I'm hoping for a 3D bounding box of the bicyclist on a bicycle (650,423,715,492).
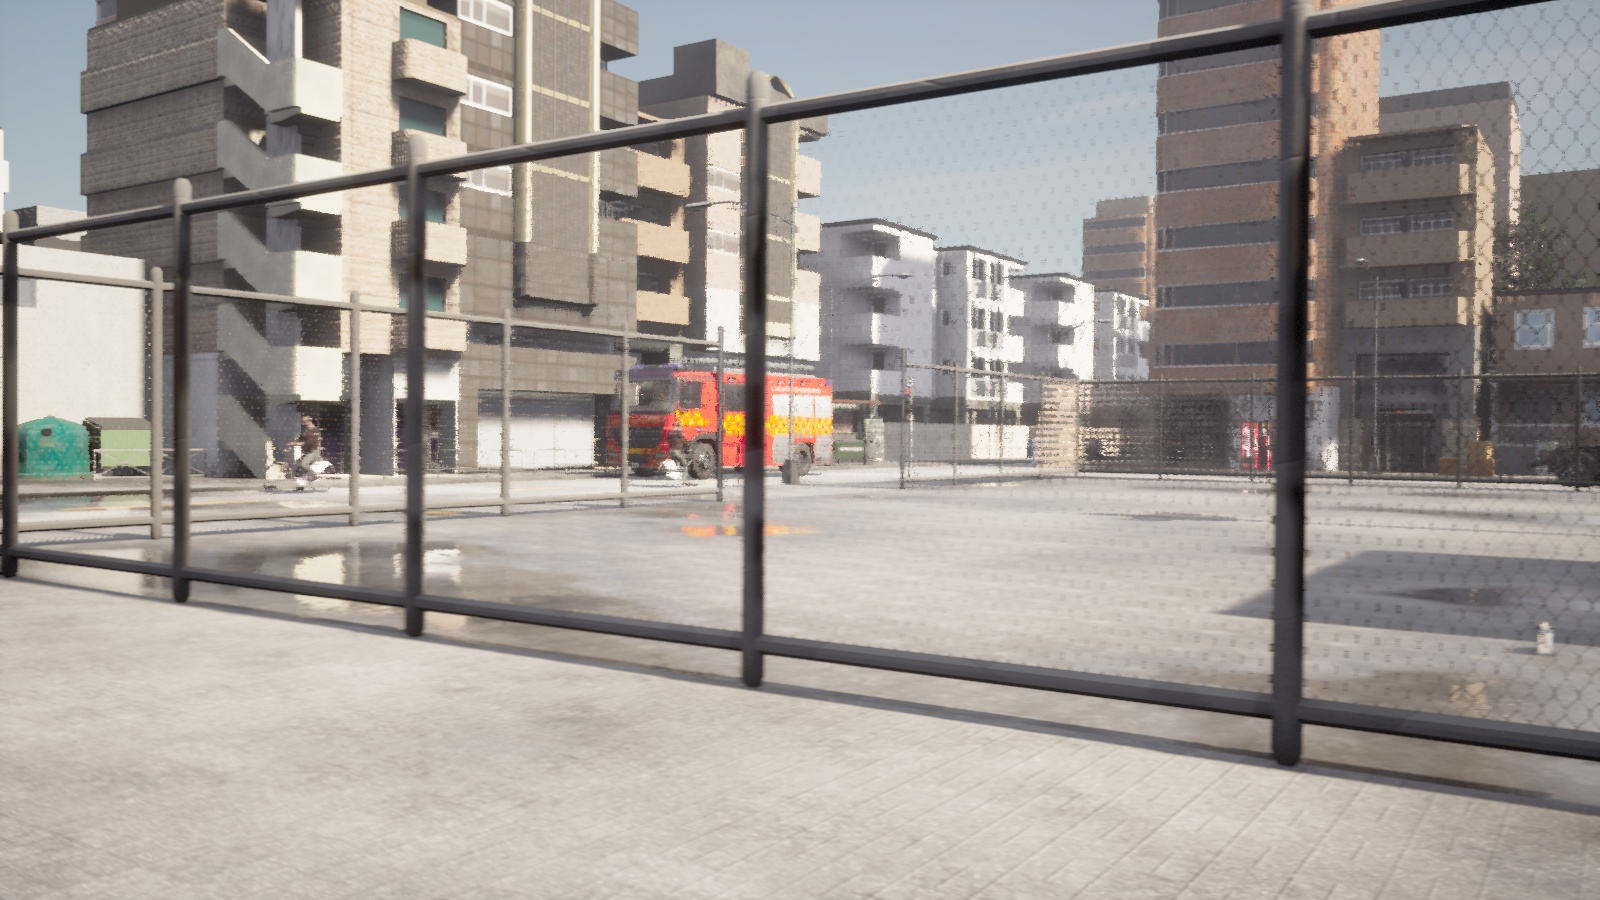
[{"bbox_3d":[-3.105,0.175,33.347,0.659,1.776,1.843,0,1,34],"label":"bicyclist on a bicycle"}]

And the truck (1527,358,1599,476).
[{"bbox_3d":[25.932,-0.985,36.624,7.936,3.462,2.891,0,1,36],"label":"truck"}]

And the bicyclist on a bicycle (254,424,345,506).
[{"bbox_3d":[-11.256,0.318,28.285,0.659,1.776,1.843,0,1,33],"label":"bicyclist on a bicycle"}]

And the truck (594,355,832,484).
[{"bbox_3d":[-2.618,-0.974,41.330,2.891,3.827,8.468,0,1,37],"label":"truck"}]
